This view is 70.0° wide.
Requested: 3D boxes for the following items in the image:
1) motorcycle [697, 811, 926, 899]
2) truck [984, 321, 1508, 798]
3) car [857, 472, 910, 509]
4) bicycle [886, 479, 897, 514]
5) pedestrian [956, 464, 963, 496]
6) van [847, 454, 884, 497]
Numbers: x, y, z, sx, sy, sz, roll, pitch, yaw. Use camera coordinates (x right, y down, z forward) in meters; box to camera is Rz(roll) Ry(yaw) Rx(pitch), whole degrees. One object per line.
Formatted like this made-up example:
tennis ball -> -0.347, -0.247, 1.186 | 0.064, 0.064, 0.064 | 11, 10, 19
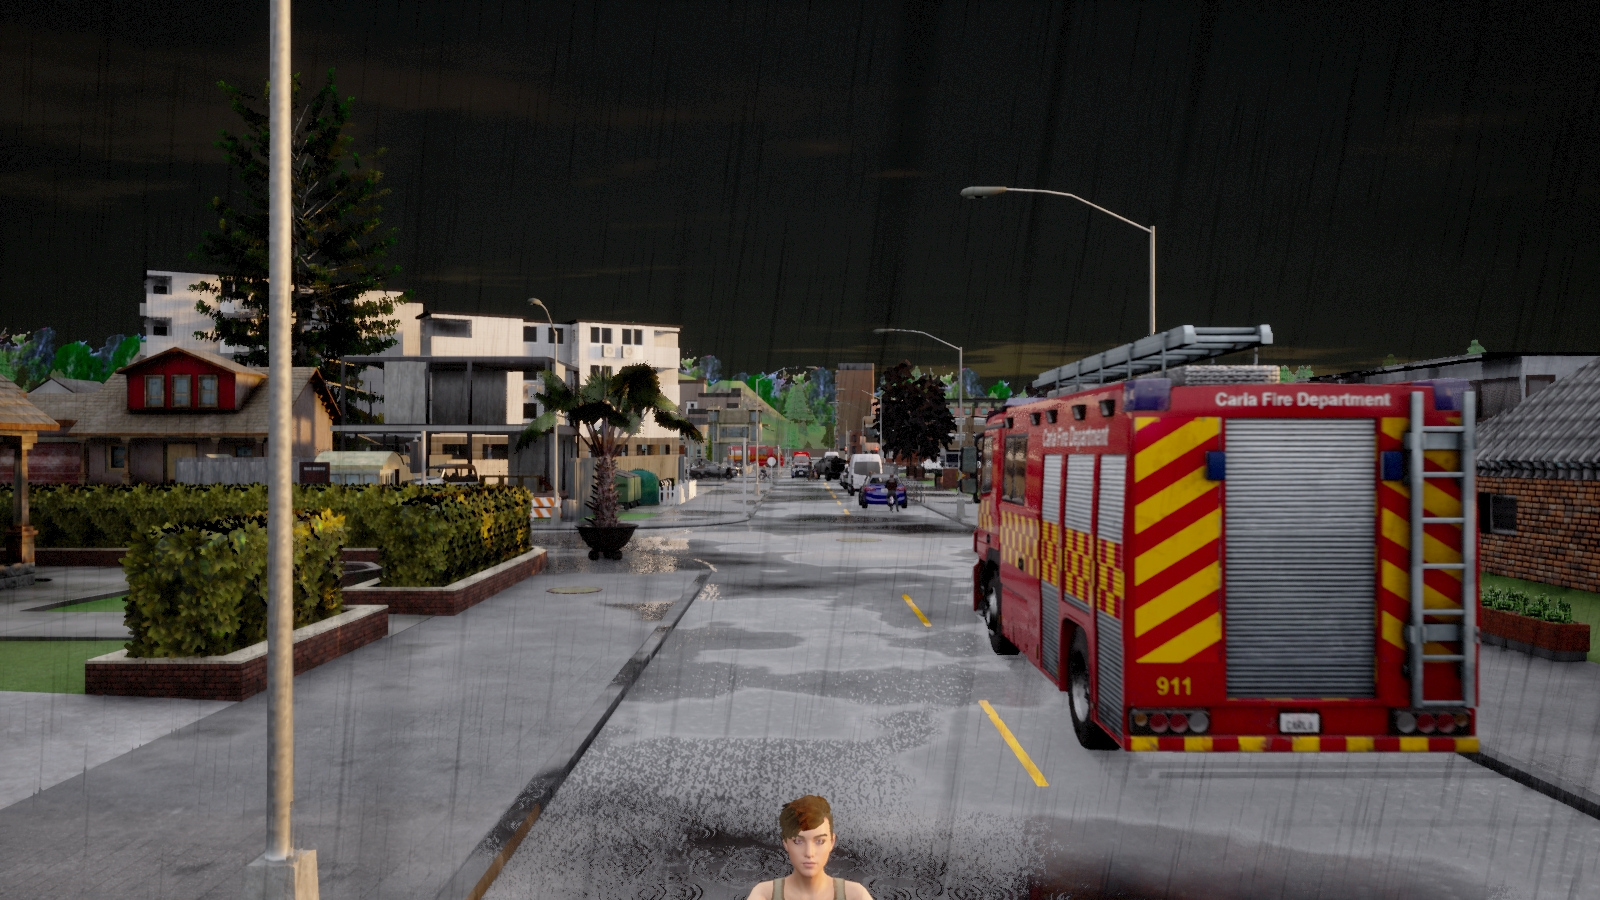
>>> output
motorcycle -> 0.039, 2.155, 3.558 | 0.764, 1.307, 2.356 | 0, 0, 0
truck -> 4.259, 0.889, 13.410 | 2.891, 3.827, 8.468 | 0, 0, 0
car -> 4.046, 1.967, 56.171 | 2.242, 1.667, 4.611 | 0, 0, 0
bicycle -> 4.077, 2.060, 50.936 | 0.329, 1.471, 1.835 | 0, 0, 0
pedestrian -> 9.283, 1.744, 66.550 | 0.375, 1.860, 0.375 | 0, 0, 0
van -> 4.045, 1.534, 71.355 | 1.988, 2.561, 5.915 | 0, 0, 0
